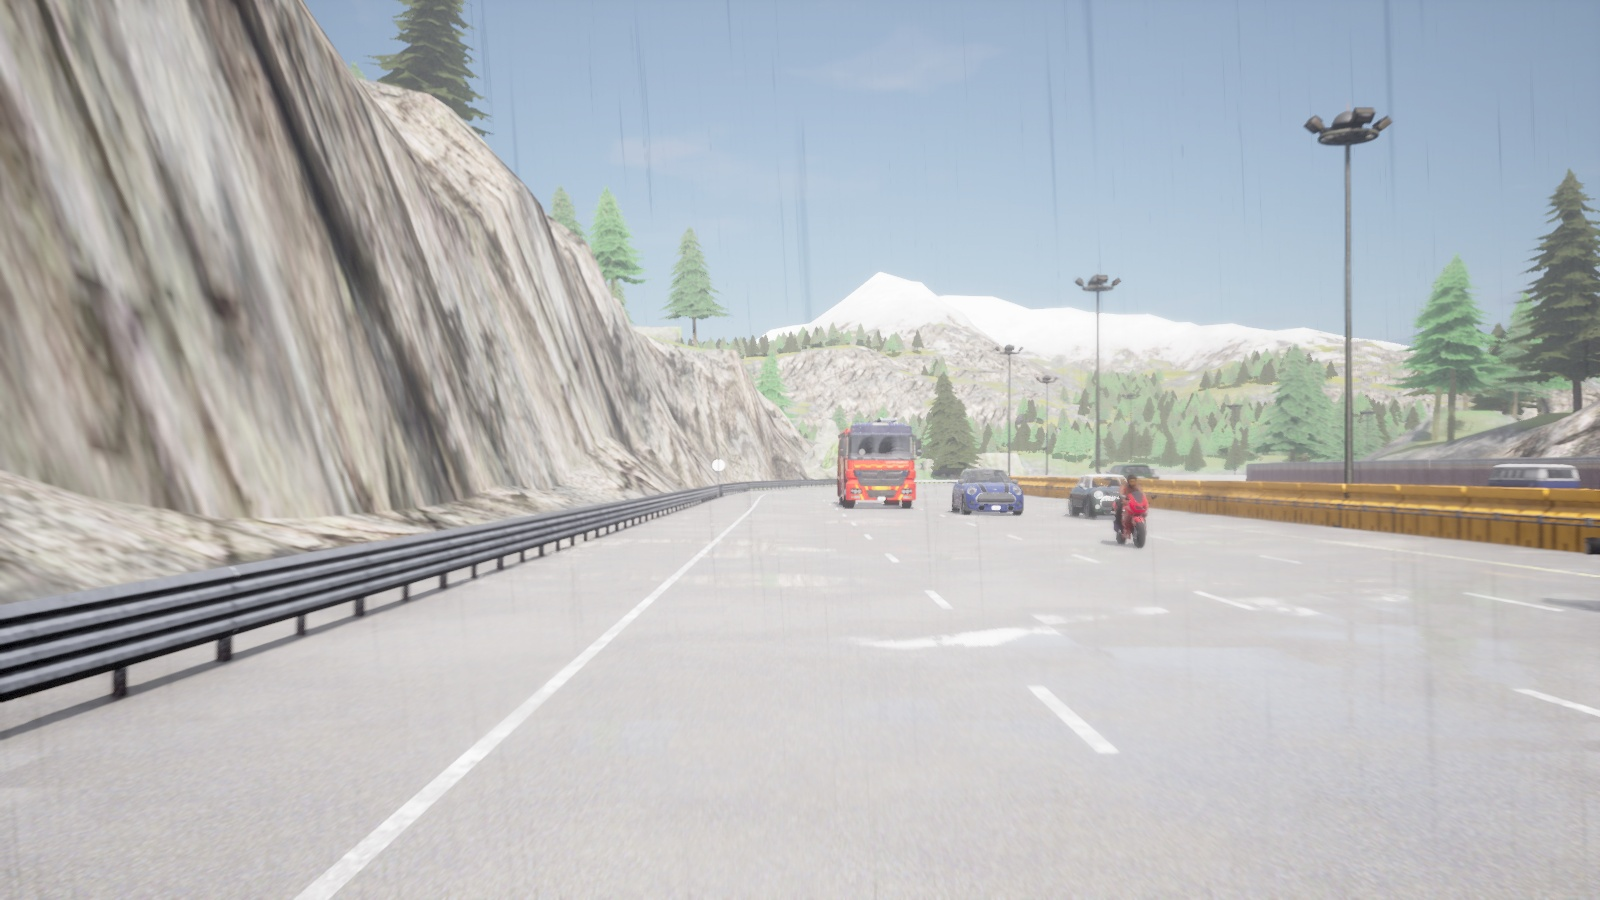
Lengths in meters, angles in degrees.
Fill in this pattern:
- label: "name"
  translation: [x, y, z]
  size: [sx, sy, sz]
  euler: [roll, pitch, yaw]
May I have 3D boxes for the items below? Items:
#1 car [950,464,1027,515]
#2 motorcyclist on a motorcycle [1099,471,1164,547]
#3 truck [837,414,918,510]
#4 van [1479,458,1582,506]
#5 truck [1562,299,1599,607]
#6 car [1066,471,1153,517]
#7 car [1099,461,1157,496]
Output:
- label: "car"
  translation: [6.826, 1.410, 45.907]
  size: [2.097, 1.767, 4.553]
  euler: [0, -1, 0]
- label: "motorcyclist on a motorcycle"
  translation: [6.905, 1.206, 26.218]
  size: [0.797, 1.523, 2.044]
  euler: [0, -1, 0]
- label: "truck"
  translation: [3.239, 0.550, 54.778]
  size: [2.891, 3.827, 8.468]
  euler: [0, -1, -1]
- label: "van"
  translation: [31.257, 1.341, 53.873]
  size: [1.775, 1.987, 4.442]
  euler: [0, -1, -1]
- label: "truck"
  translation: [10.460, -0.029, 10.819]
  size: [2.891, 3.462, 7.936]
  euler: [0, -1, 0]
- label: "car"
  translation: [10.342, 1.443, 42.262]
  size: [1.970, 1.475, 3.806]
  euler: [0, -1, 0]
- label: "car"
  translation: [20.399, 1.758, 78.411]
  size: [2.150, 2.045, 5.566]
  euler: [0, -1, 0]
